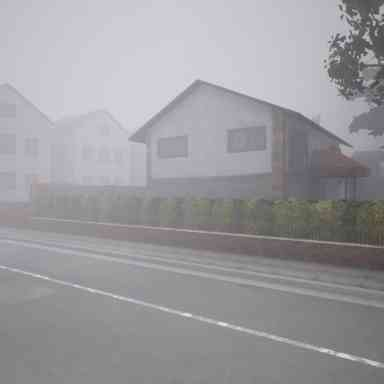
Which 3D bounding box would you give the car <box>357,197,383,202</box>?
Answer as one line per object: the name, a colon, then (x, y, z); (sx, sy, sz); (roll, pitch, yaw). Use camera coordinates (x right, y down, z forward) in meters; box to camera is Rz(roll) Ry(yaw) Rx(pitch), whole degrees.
car: (14.618, 1.168, 25.879); (3.806, 1.475, 1.970); (0, 0, 35)
